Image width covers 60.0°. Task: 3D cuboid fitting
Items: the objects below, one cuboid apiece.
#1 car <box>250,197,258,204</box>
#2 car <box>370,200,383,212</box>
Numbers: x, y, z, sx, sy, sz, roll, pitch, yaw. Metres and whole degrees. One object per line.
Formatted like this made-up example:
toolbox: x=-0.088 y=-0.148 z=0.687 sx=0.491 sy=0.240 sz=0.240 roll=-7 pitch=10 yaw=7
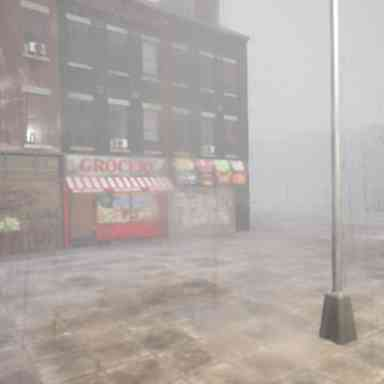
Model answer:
car: x=7.799 y=1.129 z=50.266 sx=1.837 sy=1.490 sz=4.892 roll=-2 pitch=2 yaw=-35
car: x=20.052 y=1.424 z=32.976 sx=1.994 sy=1.385 sz=4.181 roll=-2 pitch=2 yaw=-35
